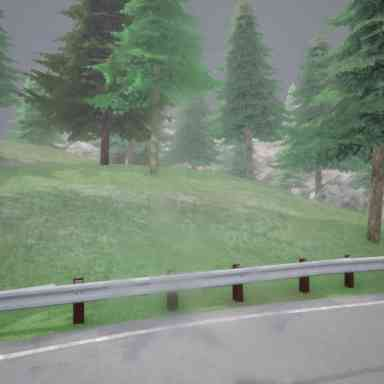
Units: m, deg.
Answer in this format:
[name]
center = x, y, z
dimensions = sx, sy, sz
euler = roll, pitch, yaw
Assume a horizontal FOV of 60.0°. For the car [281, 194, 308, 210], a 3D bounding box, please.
[car]
center = 13.087, 1.237, 43.316
dimensions = 2.150, 2.045, 5.566
euler = 0, 0, -23
